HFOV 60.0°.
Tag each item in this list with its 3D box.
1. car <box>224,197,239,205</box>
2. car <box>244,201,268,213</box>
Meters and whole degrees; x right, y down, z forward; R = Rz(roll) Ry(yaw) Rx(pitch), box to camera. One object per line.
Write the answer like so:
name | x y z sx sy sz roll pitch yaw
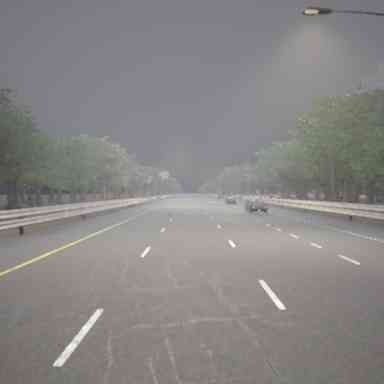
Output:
car | 7.042 1.613 61.851 1.812 1.442 4.674 0 0 0
car | 7.023 1.654 36.925 1.895 1.301 4.718 0 0 0
